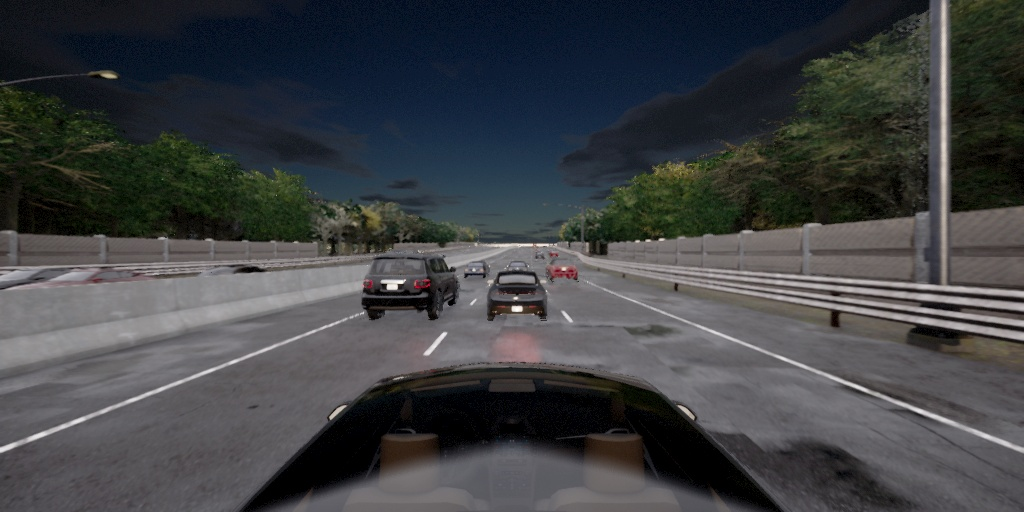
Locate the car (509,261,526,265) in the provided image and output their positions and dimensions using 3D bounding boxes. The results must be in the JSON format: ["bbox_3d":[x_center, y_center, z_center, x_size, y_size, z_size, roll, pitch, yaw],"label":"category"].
[{"bbox_3d":[0.514,1.144,31.556,2.033,1.411,5.357,0,1,1],"label":"car"}]

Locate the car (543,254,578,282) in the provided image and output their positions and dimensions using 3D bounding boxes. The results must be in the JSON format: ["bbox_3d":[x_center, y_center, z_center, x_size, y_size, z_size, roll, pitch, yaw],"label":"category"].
[{"bbox_3d":[3.798,0.954,27.857,2.097,1.767,4.553,0,1,2],"label":"car"}]

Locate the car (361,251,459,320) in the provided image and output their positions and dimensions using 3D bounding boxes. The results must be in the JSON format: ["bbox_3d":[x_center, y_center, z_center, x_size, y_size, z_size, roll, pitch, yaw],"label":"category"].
[{"bbox_3d":[-3.330,0.959,12.740,2.150,2.045,5.566,0,0,1],"label":"car"}]

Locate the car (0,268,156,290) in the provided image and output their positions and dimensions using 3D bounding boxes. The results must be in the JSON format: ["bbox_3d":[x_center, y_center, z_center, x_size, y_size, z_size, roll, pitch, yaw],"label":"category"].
[{"bbox_3d":[-17.500,1.255,14.941,1.812,1.442,4.674,0,0,1],"label":"car"}]

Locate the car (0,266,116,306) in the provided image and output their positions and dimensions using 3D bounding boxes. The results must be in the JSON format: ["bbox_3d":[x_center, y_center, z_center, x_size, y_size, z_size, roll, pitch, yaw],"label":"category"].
[{"bbox_3d":[-20.988,1.253,15.810,1.812,1.442,4.674,0,0,1],"label":"car"}]

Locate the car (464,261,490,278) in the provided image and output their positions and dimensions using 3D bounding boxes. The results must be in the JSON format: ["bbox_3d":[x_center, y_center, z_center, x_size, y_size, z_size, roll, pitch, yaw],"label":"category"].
[{"bbox_3d":[-2.992,1.148,31.332,2.033,1.411,5.357,0,1,1],"label":"car"}]

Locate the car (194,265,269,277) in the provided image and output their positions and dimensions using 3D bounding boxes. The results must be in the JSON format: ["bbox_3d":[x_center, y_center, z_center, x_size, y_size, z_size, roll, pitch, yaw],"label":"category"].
[{"bbox_3d":[-13.961,1.228,17.706,1.837,1.490,4.892,0,0,1],"label":"car"}]

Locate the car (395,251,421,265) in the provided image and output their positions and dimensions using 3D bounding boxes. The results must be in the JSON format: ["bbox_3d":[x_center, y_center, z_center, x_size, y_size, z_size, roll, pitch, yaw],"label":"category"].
[{"bbox_3d":[-16.241,0.268,56.339,2.150,2.045,5.566,0,2,3],"label":"car"}]

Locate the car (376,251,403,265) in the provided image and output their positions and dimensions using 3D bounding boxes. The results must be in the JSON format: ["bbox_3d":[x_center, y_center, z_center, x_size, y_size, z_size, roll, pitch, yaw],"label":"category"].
[{"bbox_3d":[-19.673,0.237,57.762,2.150,2.045,5.566,0,2,3],"label":"car"}]

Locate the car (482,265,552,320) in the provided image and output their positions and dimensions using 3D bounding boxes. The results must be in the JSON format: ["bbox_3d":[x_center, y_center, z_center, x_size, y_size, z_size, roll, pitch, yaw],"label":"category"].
[{"bbox_3d":[0.172,1.243,12.540,1.837,1.490,4.892,0,0,1],"label":"car"}]
